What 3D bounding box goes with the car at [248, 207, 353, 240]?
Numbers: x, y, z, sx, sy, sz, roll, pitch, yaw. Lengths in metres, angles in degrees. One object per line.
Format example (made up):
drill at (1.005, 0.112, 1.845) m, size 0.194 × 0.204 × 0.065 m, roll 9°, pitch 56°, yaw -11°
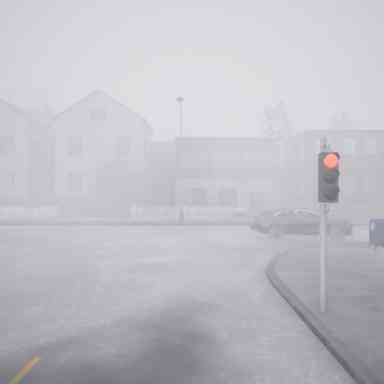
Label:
car at (5.247, 1.491, 16.268) m, size 4.902 × 1.511 × 2.128 m, roll 0°, pitch 0°, yaw 0°
